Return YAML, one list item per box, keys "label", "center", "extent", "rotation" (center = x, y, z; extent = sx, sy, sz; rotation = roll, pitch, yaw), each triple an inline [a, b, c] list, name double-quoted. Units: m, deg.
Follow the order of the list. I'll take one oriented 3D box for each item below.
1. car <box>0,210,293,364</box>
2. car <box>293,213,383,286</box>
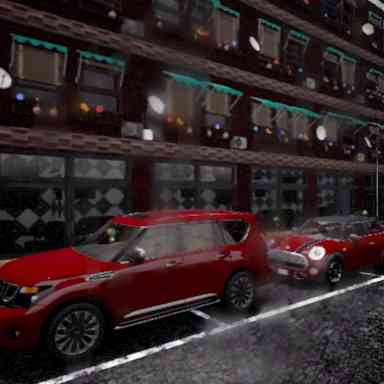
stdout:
- label: "car"
  center: [-0.730, 1.311, 6.035]
  extent: [5.009, 1.841, 2.192]
  rotation: [0, 0, -35]
- label: "car"
  center: [3.858, 1.428, 9.308]
  extent: [4.097, 1.590, 1.967]
  rotation: [0, 0, -35]
